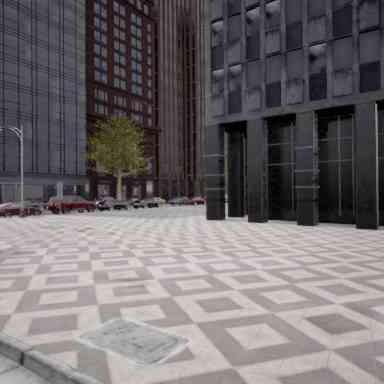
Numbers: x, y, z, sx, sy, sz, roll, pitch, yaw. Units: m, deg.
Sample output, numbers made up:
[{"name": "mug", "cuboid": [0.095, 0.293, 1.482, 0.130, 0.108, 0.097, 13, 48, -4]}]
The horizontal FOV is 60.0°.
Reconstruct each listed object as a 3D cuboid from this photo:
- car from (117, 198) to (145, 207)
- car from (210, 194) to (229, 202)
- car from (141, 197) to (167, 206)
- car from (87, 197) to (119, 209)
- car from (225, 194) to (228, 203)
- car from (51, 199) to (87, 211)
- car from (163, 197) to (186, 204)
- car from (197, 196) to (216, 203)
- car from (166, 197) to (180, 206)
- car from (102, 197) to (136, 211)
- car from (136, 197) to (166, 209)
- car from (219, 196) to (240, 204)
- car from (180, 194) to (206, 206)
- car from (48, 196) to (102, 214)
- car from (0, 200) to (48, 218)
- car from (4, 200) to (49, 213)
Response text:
[{"name": "car", "cuboid": [-9.620, 1.614, 52.725, 1.802, 1.307, 4.206, -1, 0, 35]}, {"name": "car", "cuboid": [6.361, 1.298, 75.956, 2.192, 1.841, 5.009, -1, 0, 35]}, {"name": "car", "cuboid": [-6.520, 1.546, 57.230, 1.752, 1.417, 4.829, -1, 0, 35]}, {"name": "car", "cuboid": [-12.818, 1.486, 48.079, 1.967, 1.590, 4.097, -1, 0, 35]}, {"name": "car", "cuboid": [3.790, 1.224, 57.181, 2.192, 1.841, 5.009, -1, 0, 35]}, {"name": "car", "cuboid": [-16.013, 1.643, 43.433, 1.802, 1.307, 4.206, -1, 0, 35]}, {"name": "car", "cuboid": [-3.227, 1.576, 62.017, 1.947, 1.339, 4.313, -1, 0, 35]}, {"name": "car", "cuboid": [3.166, 1.537, 71.309, 1.887, 1.381, 4.507, -1, 0, 35]}, {"name": "car", "cuboid": [-1.647, 1.498, 53.893, 2.033, 1.411, 5.357, -1, 0, 35]}, {"name": "car", "cuboid": [-8.993, 1.526, 38.598, 1.947, 1.339, 4.313, -1, 0, 35]}, {"name": "car", "cuboid": [-5.797, 1.510, 43.243, 1.947, 1.339, 4.313, -1, 0, 35]}, {"name": "car", "cuboid": [6.988, 1.465, 61.824, 1.947, 1.339, 4.313, -1, 0, 35]}, {"name": "car", "cuboid": [0.595, 1.464, 52.534, 1.887, 1.381, 4.507, -1, 0, 35]}, {"name": "car", "cuboid": [-12.191, 1.291, 33.954, 2.192, 1.841, 5.009, -1, 0, 35]}, {"name": "car", "cuboid": [-15.385, 1.577, 29.307, 1.802, 1.307, 4.206, -1, 0, 35]}, {"name": "car", "cuboid": [-19.209, 1.644, 38.787, 1.947, 1.339, 4.313, -1, 0, 35]}]
